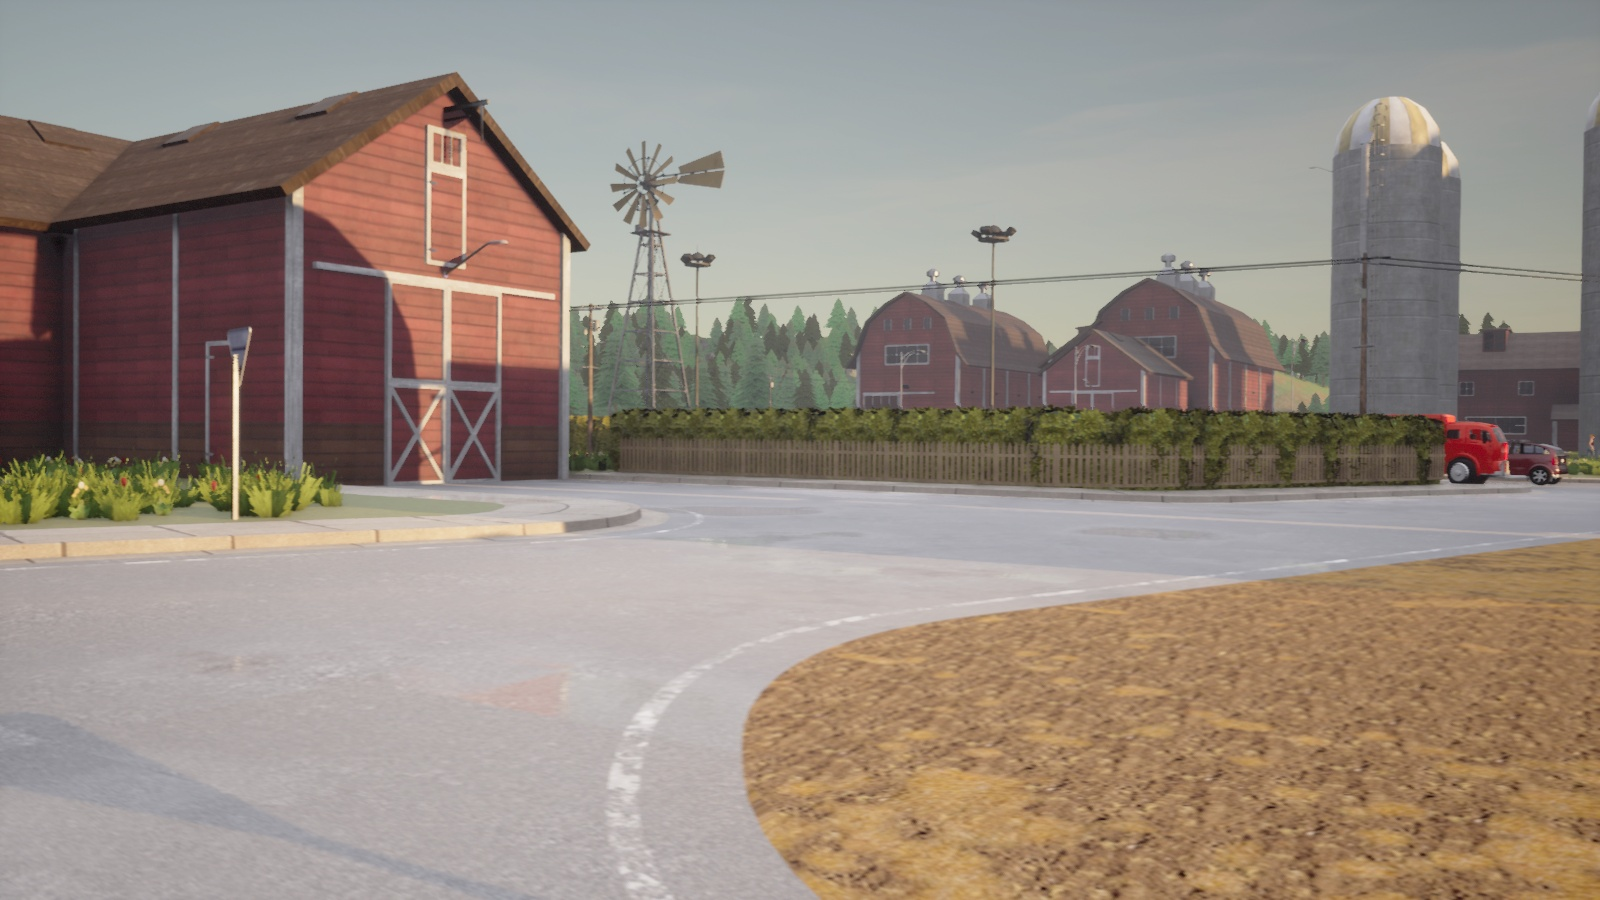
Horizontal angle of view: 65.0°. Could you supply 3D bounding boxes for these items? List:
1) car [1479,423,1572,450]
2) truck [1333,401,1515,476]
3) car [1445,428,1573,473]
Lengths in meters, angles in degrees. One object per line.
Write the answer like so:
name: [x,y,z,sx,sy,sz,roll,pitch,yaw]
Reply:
car: [46.297,-0.866,80.146,5.027,1.651,2.152,0,1,33]
truck: [21.744,-0.414,43.837,5.204,2.467,2.627,0,1,40]
car: [25.603,-0.004,45.426,3.705,1.549,1.789,0,1,44]
